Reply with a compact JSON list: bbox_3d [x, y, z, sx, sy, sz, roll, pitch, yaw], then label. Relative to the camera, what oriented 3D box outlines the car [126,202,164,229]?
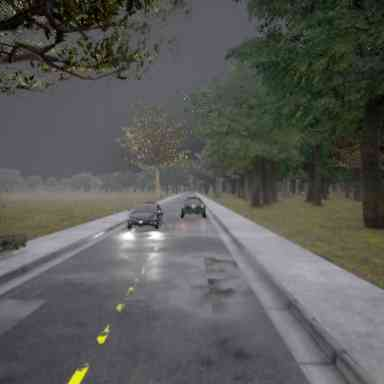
[{"bbox_3d":[-2.789,1.408,20.678,1.837,1.490,4.892,0,0,1],"label":"car"}]

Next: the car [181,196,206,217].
[{"bbox_3d":[0.114,1.208,29.561,2.097,1.767,4.553,0,1,0],"label":"car"}]

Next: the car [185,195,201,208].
[{"bbox_3d":[0.119,1.264,44.704,2.128,1.511,4.902,0,0,0],"label":"car"}]
